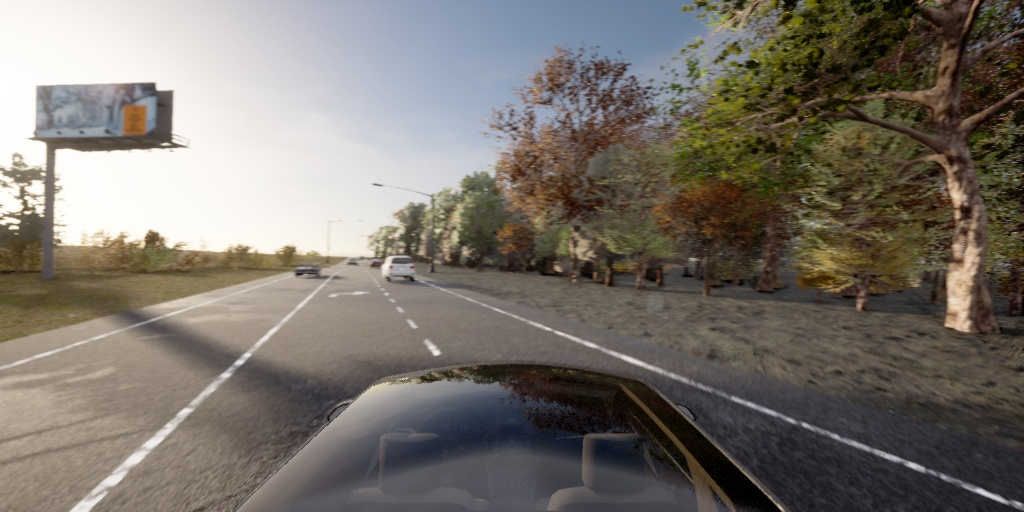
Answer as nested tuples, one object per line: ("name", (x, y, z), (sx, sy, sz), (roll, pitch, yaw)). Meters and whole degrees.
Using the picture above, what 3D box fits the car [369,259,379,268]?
("car", (-22.974, 1.287, 60.550), (1.882, 1.535, 5.008), (1, 0, -24))

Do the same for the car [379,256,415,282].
("car", (-9.535, 1.038, 30.007), (2.150, 2.045, 5.566), (1, -1, -24))

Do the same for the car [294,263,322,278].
("car", (-18.550, 1.276, 32.722), (1.895, 1.301, 4.718), (1, 0, -24))
